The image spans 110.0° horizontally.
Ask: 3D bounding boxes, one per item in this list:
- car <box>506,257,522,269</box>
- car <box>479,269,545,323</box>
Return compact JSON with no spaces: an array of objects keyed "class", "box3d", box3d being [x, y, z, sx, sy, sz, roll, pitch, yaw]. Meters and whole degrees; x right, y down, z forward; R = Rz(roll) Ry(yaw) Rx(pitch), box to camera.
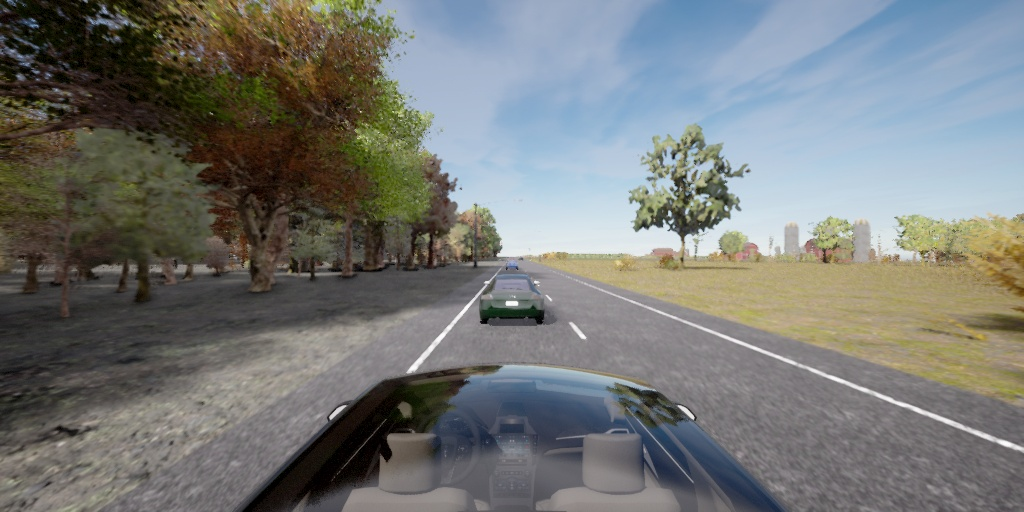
[{"class":"car","box3d":[0.018,1.273,53.609,2.033,1.411,5.357,0,0,0]},{"class":"car","box3d":[0.003,1.316,12.163,1.994,1.385,4.181,0,0,0]}]
